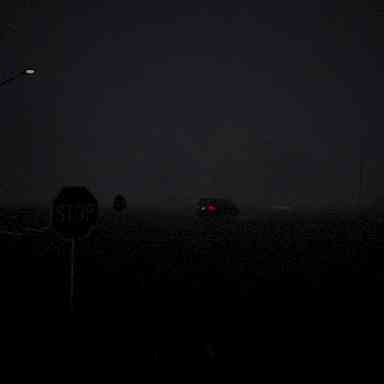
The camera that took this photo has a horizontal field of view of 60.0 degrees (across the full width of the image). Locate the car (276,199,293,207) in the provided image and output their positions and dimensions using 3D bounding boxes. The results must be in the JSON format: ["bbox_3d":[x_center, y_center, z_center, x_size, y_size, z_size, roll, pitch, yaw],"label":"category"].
[{"bbox_3d":[18.596,2.113,66.561,2.097,1.767,4.553,1,0,36],"label":"car"}]

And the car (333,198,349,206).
[{"bbox_3d":[35.242,2.595,77.675,2.033,1.411,5.357,1,0,36],"label":"car"}]

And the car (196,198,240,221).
[{"bbox_3d":[2.612,1.627,32.436,2.150,2.045,5.566,1,0,36],"label":"car"}]
